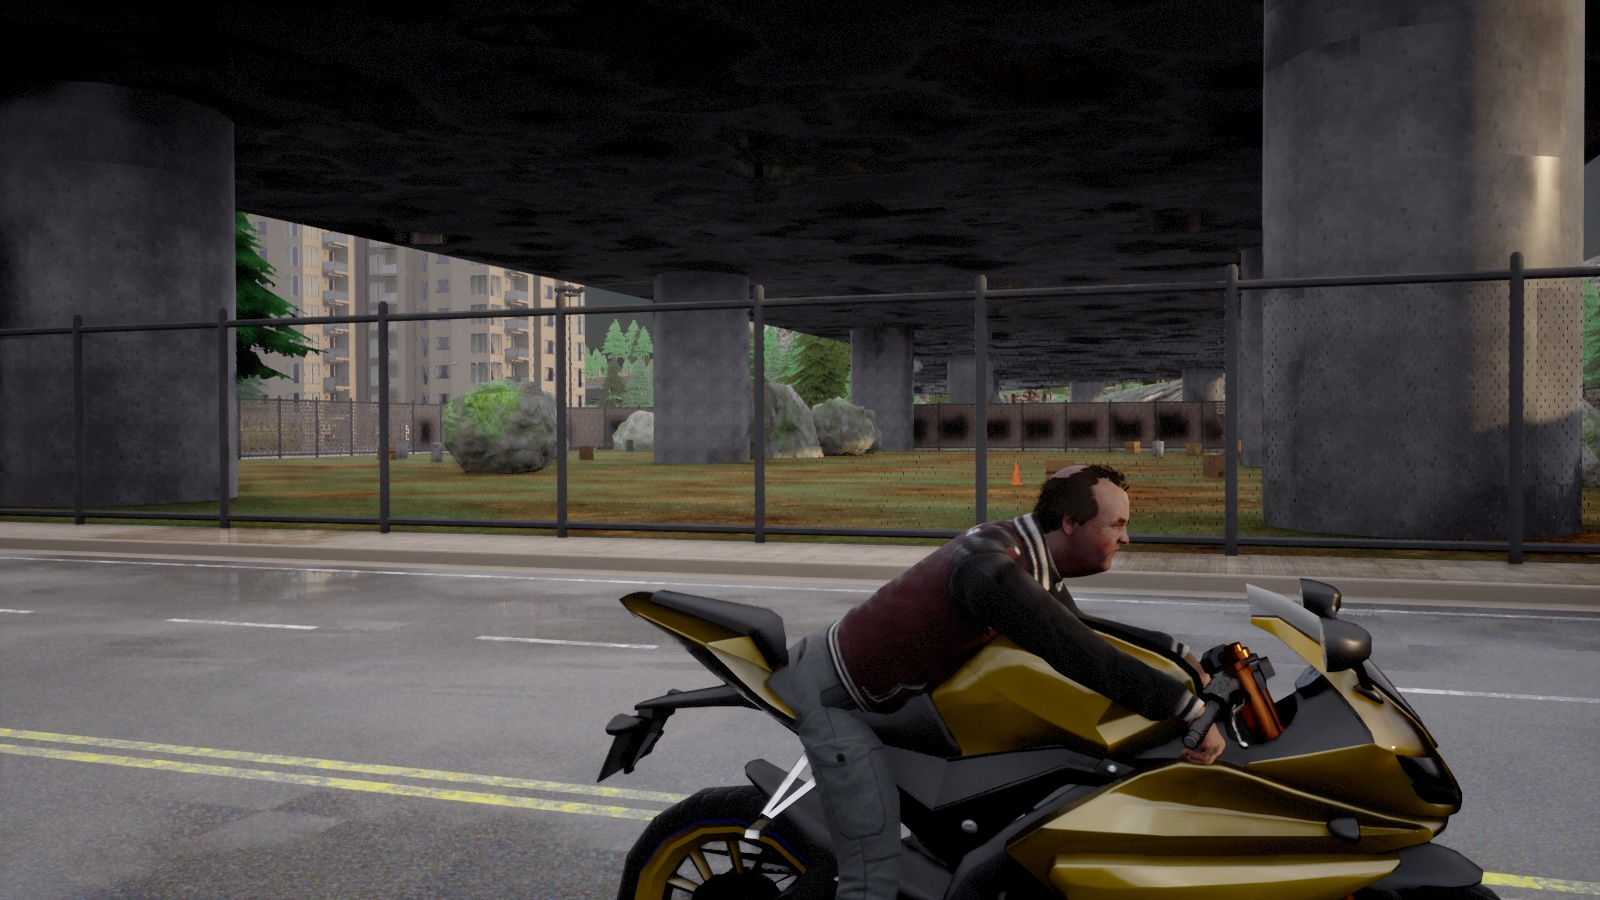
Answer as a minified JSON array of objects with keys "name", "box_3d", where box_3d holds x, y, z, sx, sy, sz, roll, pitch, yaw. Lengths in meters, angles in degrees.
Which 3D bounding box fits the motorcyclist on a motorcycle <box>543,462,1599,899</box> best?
[{"name":"motorcyclist on a motorcycle","box_3d":[0.575,0.816,3.000,2.191,1.530,0.866,0,1,19]}]
